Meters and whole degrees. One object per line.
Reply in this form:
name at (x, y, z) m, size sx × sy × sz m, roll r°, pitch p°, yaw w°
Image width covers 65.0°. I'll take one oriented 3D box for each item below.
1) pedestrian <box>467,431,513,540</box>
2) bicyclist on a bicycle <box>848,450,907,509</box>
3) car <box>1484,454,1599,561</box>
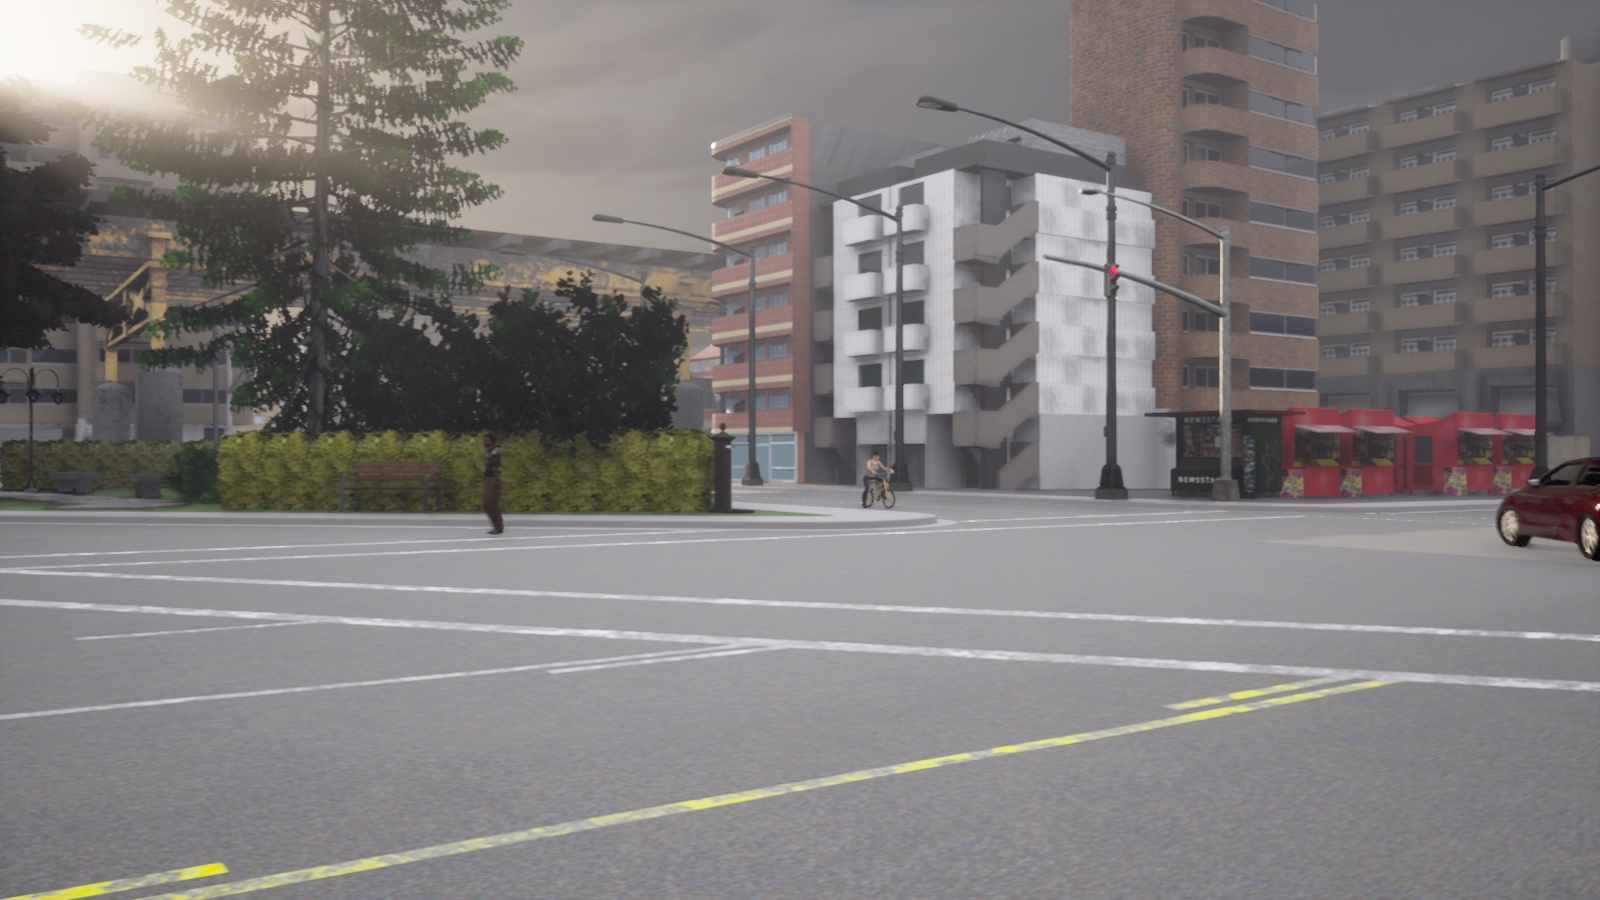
pedestrian at (-5.596, 0.632, 22.676) m, size 0.692 × 1.930 × 0.395 m, roll 0°, pitch 0°, yaw -41°
bicyclist on a bicycle at (2.151, 0.805, 34.988) m, size 0.866 × 1.612 × 1.509 m, roll 0°, pitch 0°, yaw -34°
car at (12.229, 0.796, 19.161) m, size 1.816 × 1.474 × 4.193 m, roll 0°, pitch 0°, yaw 8°
